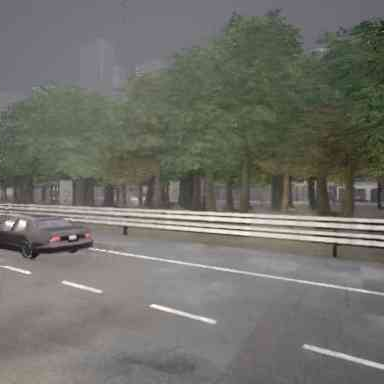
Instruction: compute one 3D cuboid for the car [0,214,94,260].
[{"bbox_3d":[-5.990,1.550,12.444,5.357,1.411,2.033,0,0,35],"label":"car"}]
